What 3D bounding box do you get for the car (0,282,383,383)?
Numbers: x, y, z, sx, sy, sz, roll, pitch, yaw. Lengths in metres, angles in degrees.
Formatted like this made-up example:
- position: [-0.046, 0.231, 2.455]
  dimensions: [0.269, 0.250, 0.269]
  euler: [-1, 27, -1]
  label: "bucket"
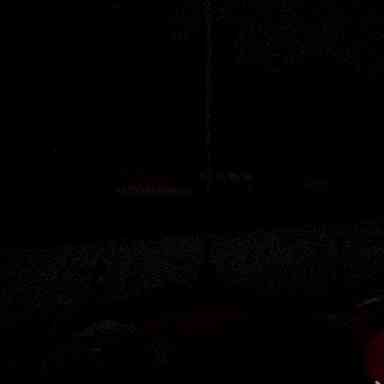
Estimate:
- position: [-0.124, 1.555, 2.721]
  dimensions: [4.507, 1.381, 1.887]
  euler: [1, 0, -35]
  label: "car"
